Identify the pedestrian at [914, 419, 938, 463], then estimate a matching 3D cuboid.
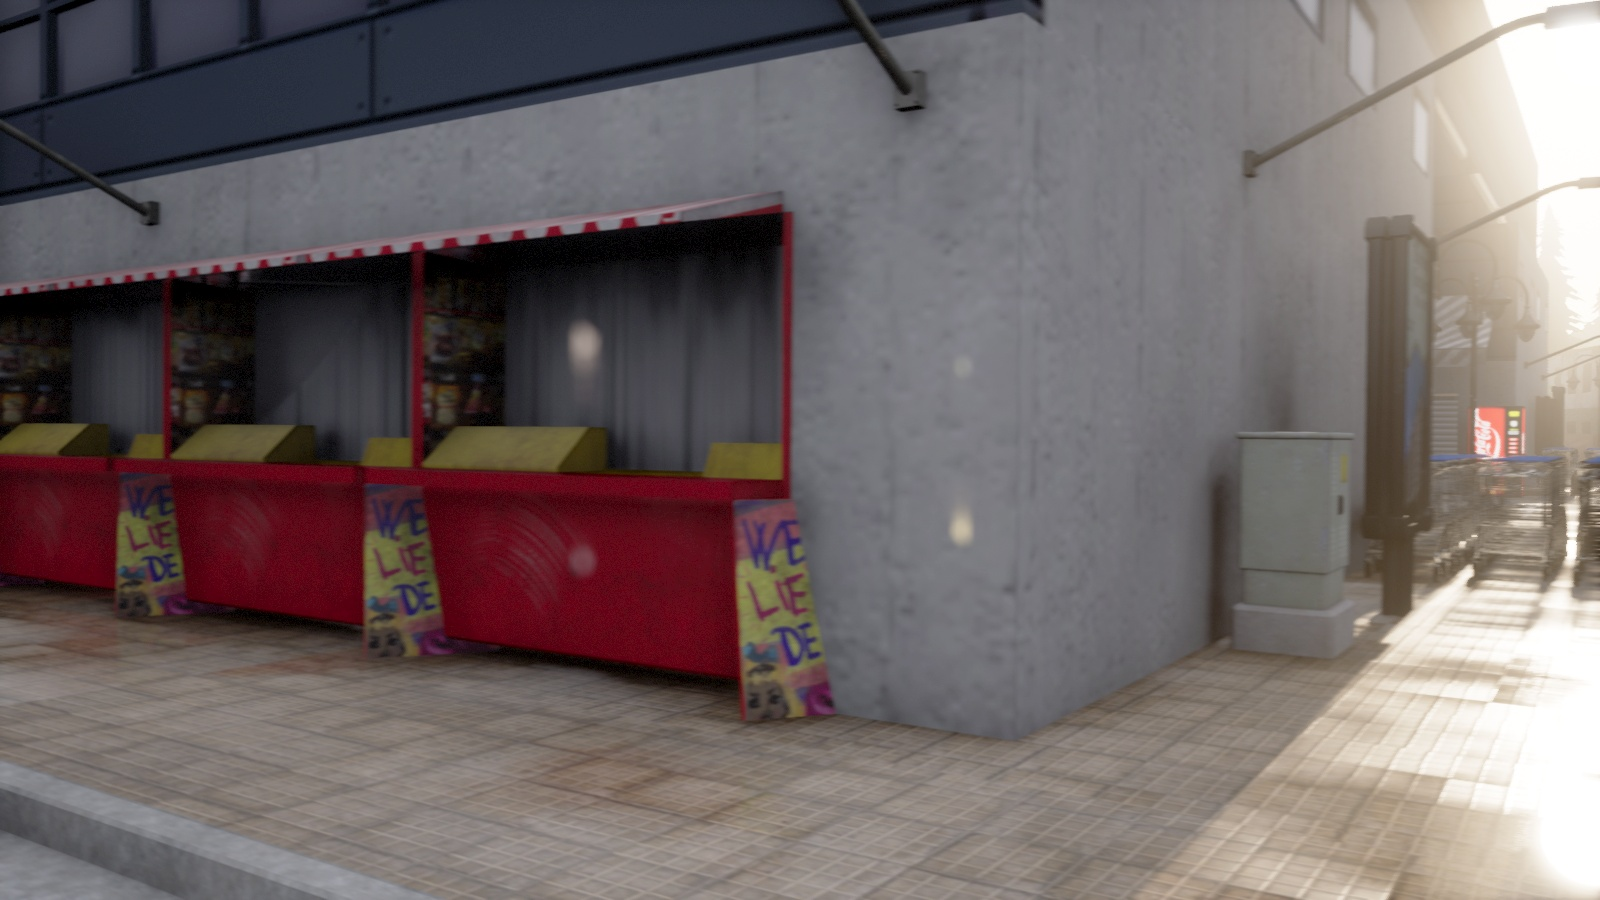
[{"bbox_3d":[5.382,-0.390,53.730,0.849,1.883,0.563,0,1,38],"label":"pedestrian"}]
